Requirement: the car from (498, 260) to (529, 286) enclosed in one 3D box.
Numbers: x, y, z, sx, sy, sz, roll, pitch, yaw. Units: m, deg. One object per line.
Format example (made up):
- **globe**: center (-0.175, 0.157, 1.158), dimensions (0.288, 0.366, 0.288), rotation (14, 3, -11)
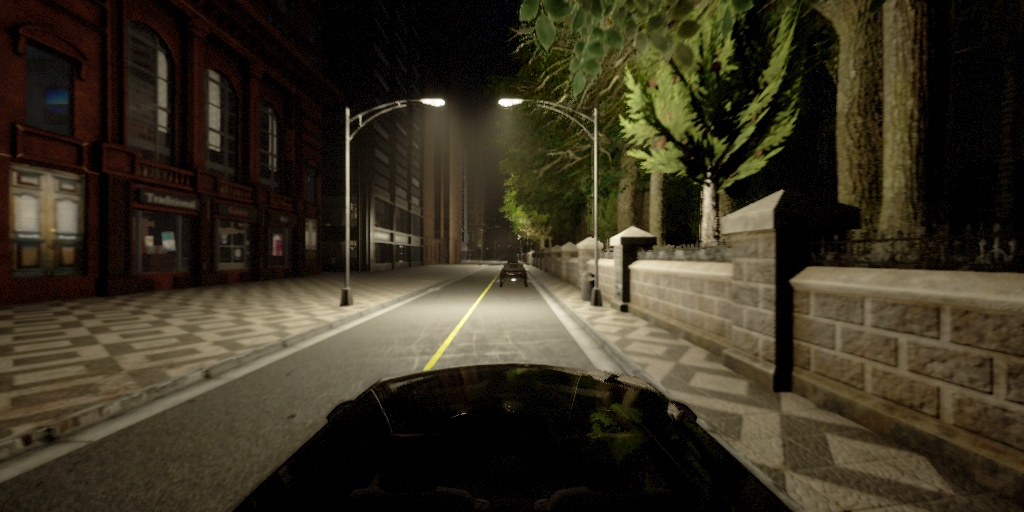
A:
- **car**: center (0.104, 1.262, 25.219), dimensions (1.837, 1.490, 4.892), rotation (0, 0, 0)
